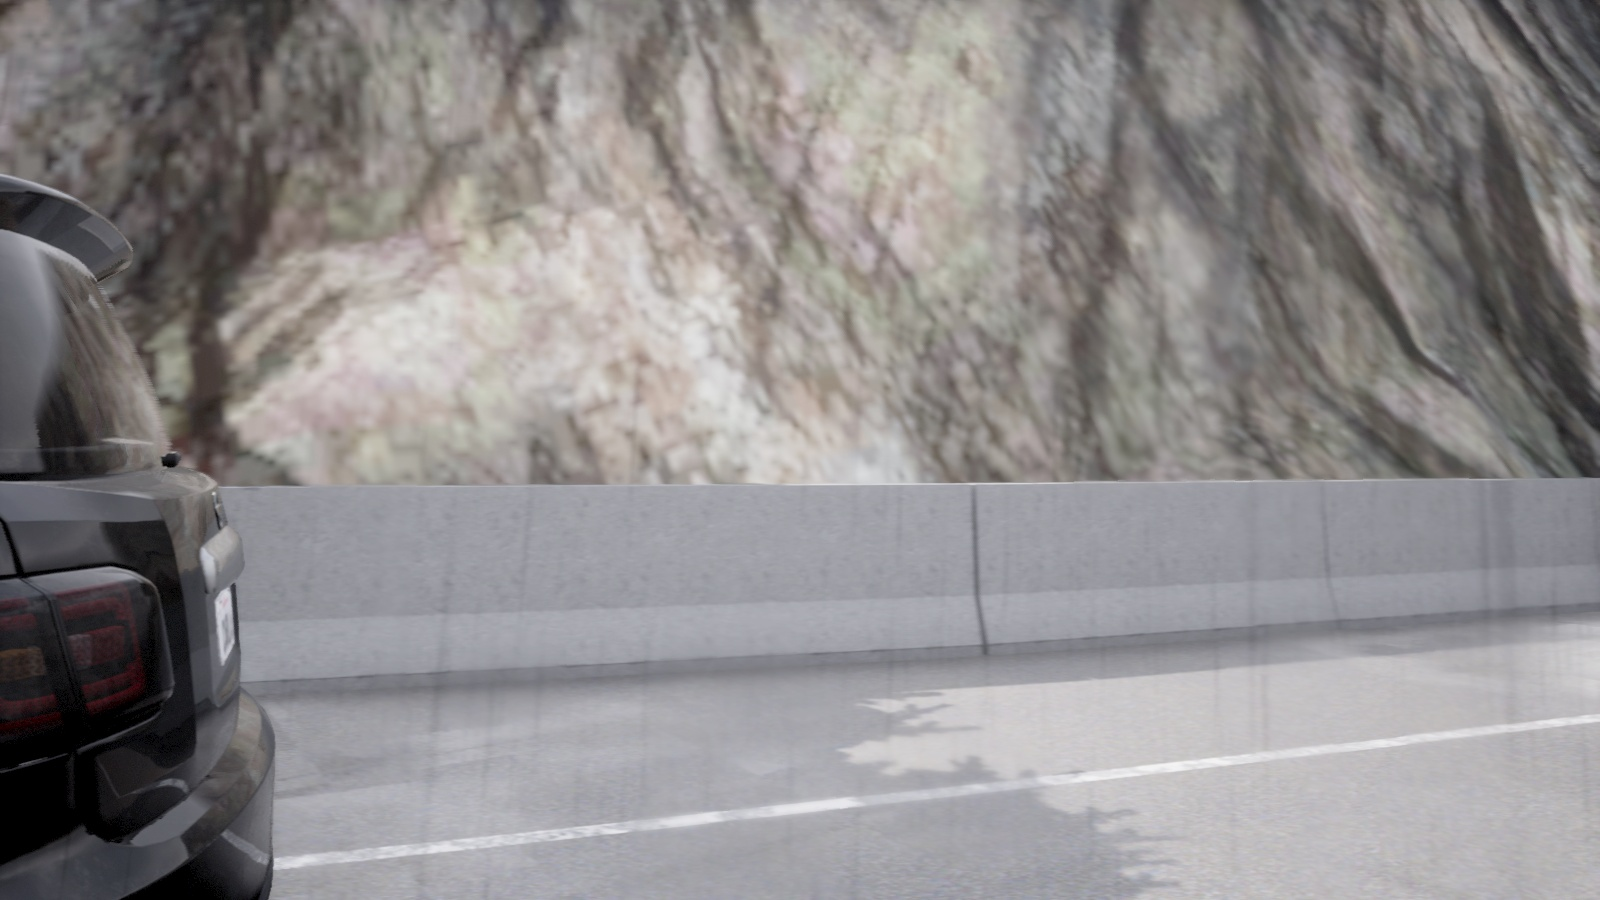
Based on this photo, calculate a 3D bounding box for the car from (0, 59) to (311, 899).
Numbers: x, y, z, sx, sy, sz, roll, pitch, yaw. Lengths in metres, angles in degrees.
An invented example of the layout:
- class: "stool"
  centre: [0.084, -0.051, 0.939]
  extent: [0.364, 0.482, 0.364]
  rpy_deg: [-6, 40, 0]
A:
- class: "car"
  centre: [-3.736, 0.535, 1.825]
  extent: [5.566, 2.045, 2.150]
  rpy_deg: [-1, 1, -20]
